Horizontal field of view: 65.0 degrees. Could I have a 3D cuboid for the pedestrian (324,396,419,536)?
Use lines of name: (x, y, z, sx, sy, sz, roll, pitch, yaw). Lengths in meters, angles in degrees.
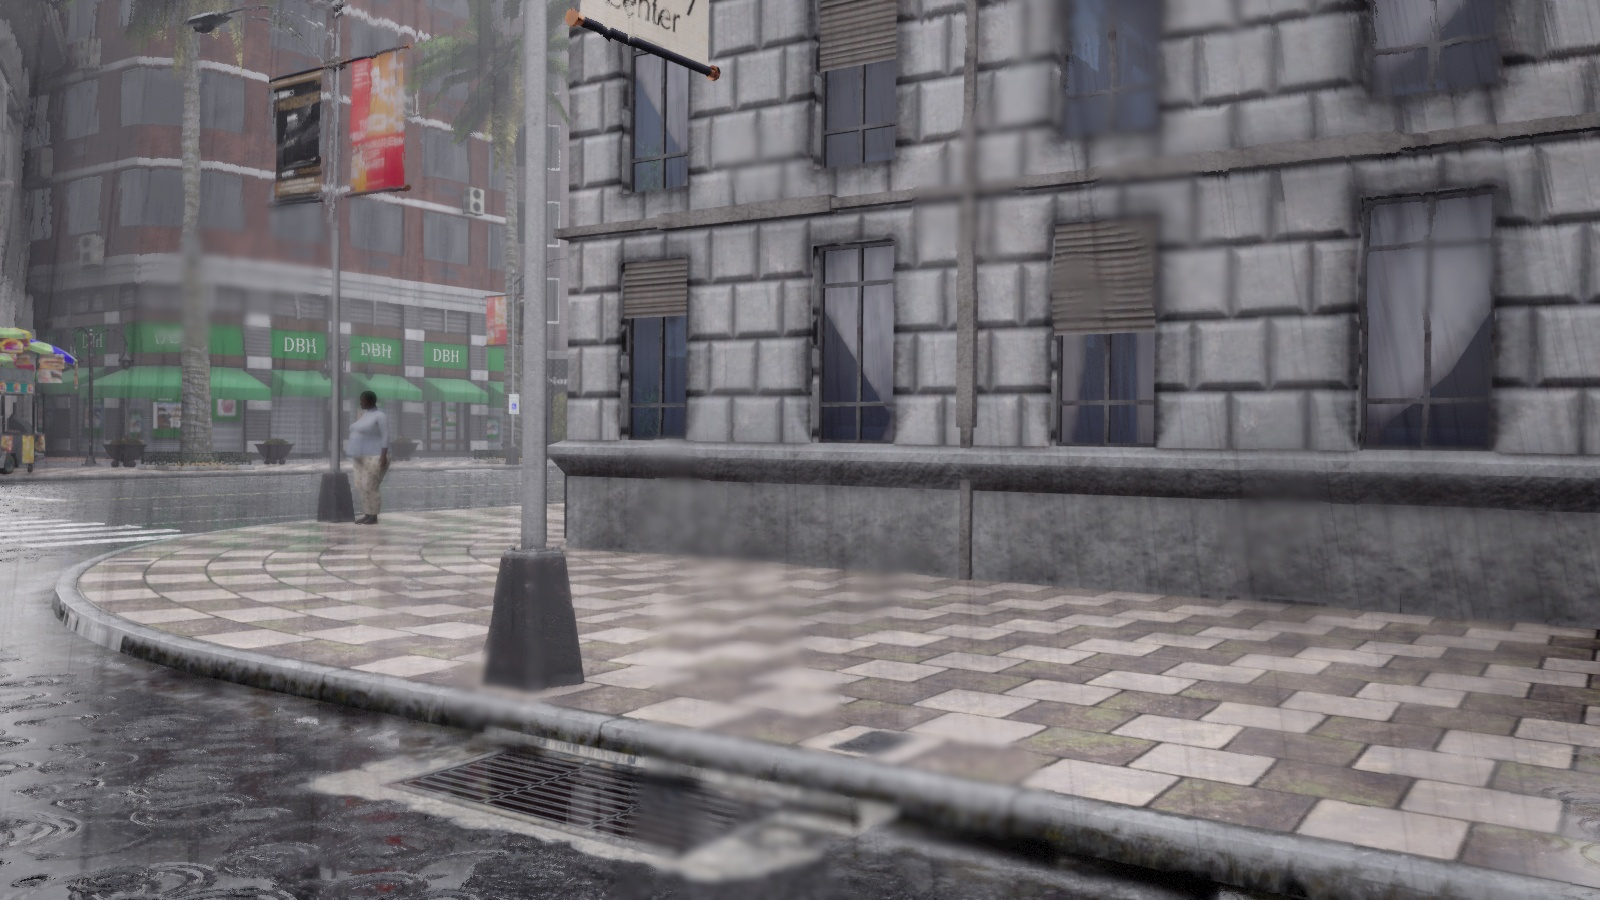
pedestrian: (-5.903, 0.205, 17.316, 0.874, 1.855, 0.900, 0, 1, 42)
